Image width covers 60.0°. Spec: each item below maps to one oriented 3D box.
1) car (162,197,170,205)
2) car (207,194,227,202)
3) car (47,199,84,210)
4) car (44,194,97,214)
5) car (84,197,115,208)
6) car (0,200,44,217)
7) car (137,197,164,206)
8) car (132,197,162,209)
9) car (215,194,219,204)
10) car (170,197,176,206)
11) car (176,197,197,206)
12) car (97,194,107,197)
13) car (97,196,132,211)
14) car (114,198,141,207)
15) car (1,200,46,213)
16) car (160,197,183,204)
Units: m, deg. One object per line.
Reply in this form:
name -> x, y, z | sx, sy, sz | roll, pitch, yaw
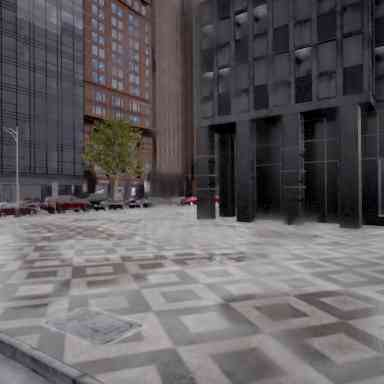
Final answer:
car -> -6.095, 1.555, 54.340 | 1.994, 1.385, 4.181 | -1, 0, 35
car -> 5.798, 1.296, 76.464 | 2.192, 1.841, 5.009 | -1, 0, 35
car -> -16.651, 1.642, 43.992 | 1.802, 1.307, 4.206 | -1, 0, 35
car -> -12.851, 1.290, 34.504 | 2.192, 1.841, 5.009 | -1, 0, 35
car -> -13.446, 1.485, 48.630 | 1.967, 1.590, 4.097 | -1, 0, 35
car -> -16.055, 1.577, 29.864 | 1.802, 1.307, 4.206 | -1, 0, 35
car -> -7.127, 1.545, 57.767 | 1.752, 1.417, 4.829 | -1, 0, 35
car -> -6.435, 1.509, 43.778 | 1.947, 1.339, 4.313 | -1, 0, 35
car -> 3.183, 1.222, 57.694 | 2.192, 1.841, 5.009 | -1, 0, 35
car -> -2.030, 1.496, 54.748 | 2.033, 1.411, 5.357 | -1, 0, 35
car -> -0.022, 1.462, 53.055 | 1.887, 1.381, 4.507 | -1, 0, 35
car -> -13.434, 1.247, 43.801 | 2.150, 2.045, 5.566 | -1, -1, 35
car -> -9.642, 1.525, 39.141 | 1.947, 1.339, 4.313 | -1, 0, 35
car -> -10.237, 1.613, 53.269 | 1.802, 1.307, 4.206 | -1, 0, 35
car -> -19.858, 1.643, 39.354 | 1.947, 1.339, 4.313 | -1, 0, 35
car -> -3.822, 1.574, 62.547 | 1.947, 1.339, 4.313 | -1, 0, 35
